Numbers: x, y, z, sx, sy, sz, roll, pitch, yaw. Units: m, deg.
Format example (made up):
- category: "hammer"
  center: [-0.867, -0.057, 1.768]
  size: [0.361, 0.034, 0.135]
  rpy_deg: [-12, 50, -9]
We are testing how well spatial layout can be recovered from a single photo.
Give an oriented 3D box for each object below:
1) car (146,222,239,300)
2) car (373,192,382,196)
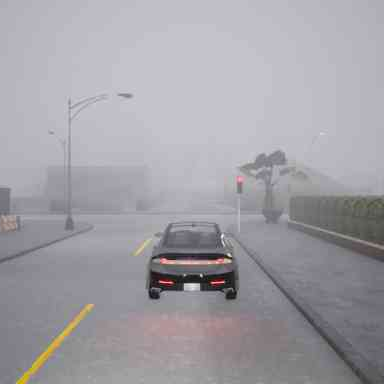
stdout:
- category: "car"
  center: [0.039, 1.492, 8.395]
  size: [2.128, 1.511, 4.902]
  rpy_deg: [0, 0, 1]
- category: "car"
  center: [38.029, 0.973, 67.799]
  size: [1.905, 1.878, 3.866]
  rpy_deg: [0, 0, 0]
